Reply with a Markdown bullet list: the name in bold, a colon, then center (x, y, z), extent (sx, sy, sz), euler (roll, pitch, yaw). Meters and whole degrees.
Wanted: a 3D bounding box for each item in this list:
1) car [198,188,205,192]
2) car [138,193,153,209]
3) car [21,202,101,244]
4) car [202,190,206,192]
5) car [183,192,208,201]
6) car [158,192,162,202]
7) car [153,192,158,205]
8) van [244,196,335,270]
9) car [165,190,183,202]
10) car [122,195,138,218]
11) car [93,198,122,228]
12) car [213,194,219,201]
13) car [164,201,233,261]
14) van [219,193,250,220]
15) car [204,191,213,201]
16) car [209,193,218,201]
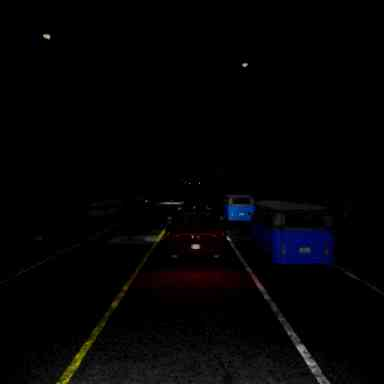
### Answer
- **car**: center (3.365, 0.104, 93.483), extent (2.008, 1.369, 4.403), euler (0, 1, 1)
- **car**: center (-5.607, 0.995, 35.016), extent (2.008, 1.369, 4.403), euler (0, 1, 0)
- **car**: center (-5.697, 1.331, 14.568), extent (1.947, 1.339, 4.313), euler (0, 1, 0)
- **car**: center (2.990, 0.745, 51.306), extent (2.008, 1.369, 4.403), euler (0, 1, 0)
- **car**: center (0.220, 1.022, 30.409), extent (1.837, 1.490, 4.892), euler (0, 1, 0)
- **car**: center (-5.535, 0.743, 51.347), extent (2.008, 1.369, 4.403), euler (0, 1, 0)
- **car**: center (-5.583, 0.905, 40.459), extent (1.887, 1.381, 4.507), euler (0, 1, 0)
- **van**: center (2.809, 1.178, 10.091), extent (1.690, 1.788, 3.998), euler (0, 1, 0)
- **car**: center (-2.851, 0.769, 49.476), extent (2.033, 1.411, 5.357), euler (0, 1, 1)
- **car**: center (-5.650, 1.149, 25.145), extent (2.008, 1.369, 4.403), euler (0, 1, 0)
- **car**: center (-5.674, 1.210, 19.686), extent (1.752, 1.417, 4.829), euler (0, 1, 0)
- **car**: center (2.881, 1.104, 26.501), extent (1.752, 1.417, 4.829), euler (0, 1, 0)
- **car**: center (0.121, 1.291, 11.556), extent (1.882, 1.535, 5.008), euler (0, 1, 0)
- **van**: center (2.857, 1.007, 20.916), extent (1.690, 1.788, 3.998), euler (0, 1, 0)
- **car**: center (2.968, 0.821, 46.314), extent (2.008, 1.369, 4.403), euler (0, 1, 0)
- **car**: center (2.904, 1.062, 31.745), extent (1.947, 1.339, 4.313), euler (0, 1, 0)
